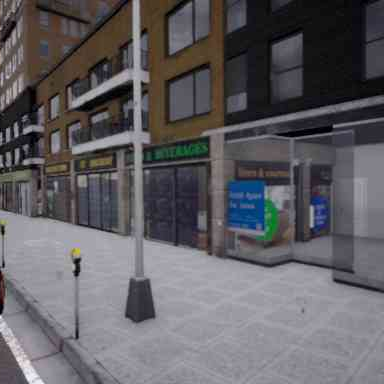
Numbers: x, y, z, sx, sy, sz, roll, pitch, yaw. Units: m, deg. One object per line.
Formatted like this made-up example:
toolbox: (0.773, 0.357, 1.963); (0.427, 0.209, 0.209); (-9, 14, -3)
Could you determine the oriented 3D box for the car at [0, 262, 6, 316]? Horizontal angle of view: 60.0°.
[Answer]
car: (-5.077, 1.469, 6.551); (1.882, 1.535, 5.008); (-1, 1, -39)
